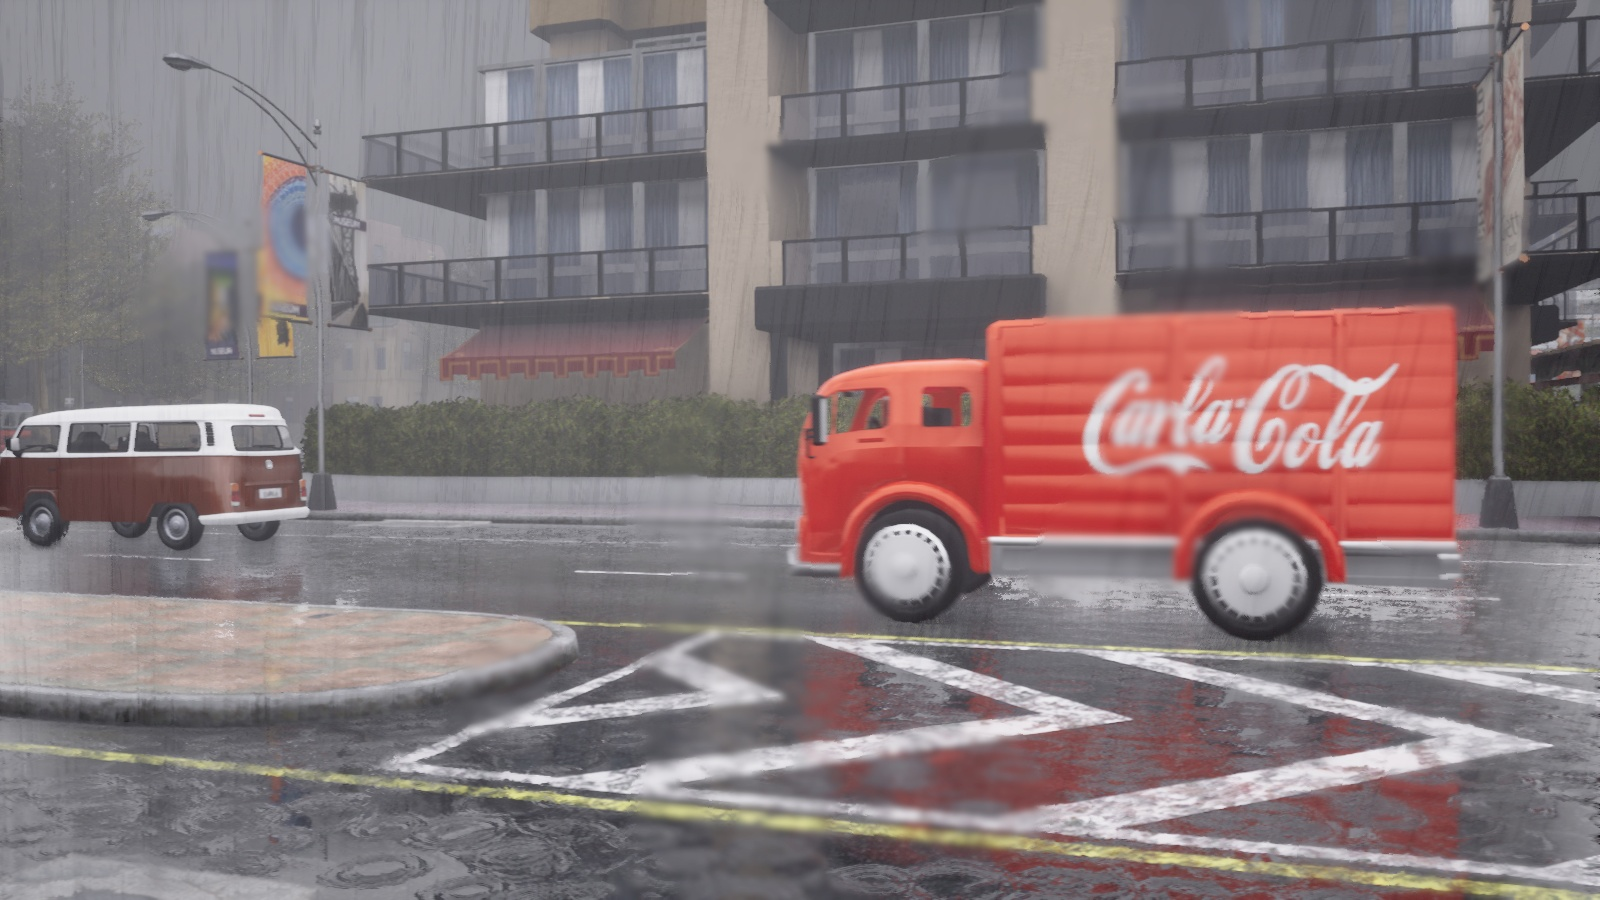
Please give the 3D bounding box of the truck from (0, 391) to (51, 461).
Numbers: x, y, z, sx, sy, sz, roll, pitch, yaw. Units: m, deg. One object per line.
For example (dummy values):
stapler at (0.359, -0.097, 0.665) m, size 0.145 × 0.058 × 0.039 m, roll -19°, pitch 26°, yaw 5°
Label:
truck at (-47.001, -1.357, 71.306) m, size 8.468 × 3.827 × 2.891 m, roll 0°, pitch 1°, yaw 19°

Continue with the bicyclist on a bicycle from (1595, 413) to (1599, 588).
bicyclist on a bicycle at (8.952, 0.517, 12.312) m, size 1.843 × 1.776 × 0.659 m, roll 0°, pitch 1°, yaw 19°

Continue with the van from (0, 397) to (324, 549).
van at (-9.572, 0.286, 18.506) m, size 4.480 × 2.038 × 2.069 m, roll 0°, pitch 1°, yaw 19°

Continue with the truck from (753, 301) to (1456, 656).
truck at (2.503, 0.181, 10.783) m, size 5.204 × 2.467 × 2.627 m, roll 0°, pitch 1°, yaw 19°
